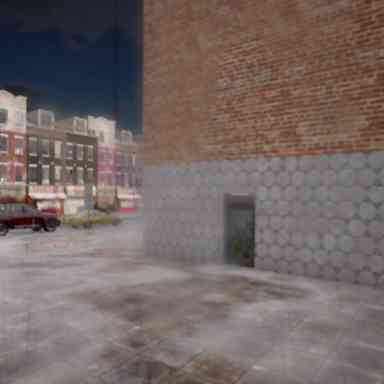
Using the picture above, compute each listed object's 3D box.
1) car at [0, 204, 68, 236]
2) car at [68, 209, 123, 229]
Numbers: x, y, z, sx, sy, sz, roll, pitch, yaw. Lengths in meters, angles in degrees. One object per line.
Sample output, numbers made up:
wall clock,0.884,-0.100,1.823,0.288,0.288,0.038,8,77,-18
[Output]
car,-10.706,1.644,20.483,2.192,1.841,5.009,-1,-2,36
car,-7.380,1.960,25.126,1.752,1.417,4.829,-1,-2,36
